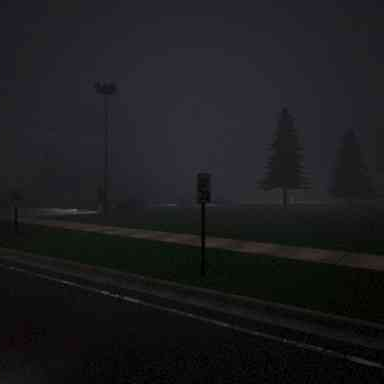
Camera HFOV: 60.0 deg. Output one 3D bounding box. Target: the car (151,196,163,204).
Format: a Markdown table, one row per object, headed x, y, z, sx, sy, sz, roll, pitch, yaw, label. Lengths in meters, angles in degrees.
| x | y | z | sx | sy | sz | roll | pitch | yaw | label |
| --- | --- | --- | --- | --- | --- | --- | --- | --- | --- |
| -7.238 | 1.503 | 59.224 | 1.837 | 1.490 | 4.892 | 0 | 0 | 35 | car |

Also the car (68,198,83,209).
| x | y | z | sx | sy | sz | roll | pitch | yaw | label |
| --- | --- | --- | --- | --- | --- | --- | --- | --- | --- |
| -13.652 | 1.562 | 43.985 | 1.994 | 1.385 | 4.181 | 0 | 0 | 35 | car |

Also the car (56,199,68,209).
| x | y | z | sx | sy | sz | roll | pitch | yaw | label |
| --- | --- | --- | --- | --- | --- | --- | --- | --- | --- |
| -16.497 | 1.524 | 46.023 | 1.812 | 1.442 | 4.674 | 0 | 0 | 35 | car |

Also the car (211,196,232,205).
| x | y | z | sx | sy | sz | roll | pitch | yaw | label |
| --- | --- | --- | --- | --- | --- | --- | --- | --- | --- |
| 5.303 | 1.563 | 58.807 | 1.994 | 1.385 | 4.181 | 0 | 0 | 35 | car |

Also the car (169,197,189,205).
| x | y | z | sx | sy | sz | roll | pitch | yaw | label |
| --- | --- | --- | --- | --- | --- | --- | --- | --- | --- |
| -2.280 | 1.563 | 60.186 | 1.994 | 1.385 | 4.181 | 0 | 0 | 35 | car |

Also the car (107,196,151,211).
| x | y | z | sx | sy | sz | roll | pitch | yaw | label |
| --- | --- | --- | --- | --- | --- | --- | --- | --- | --- |
| -7.706 | 1.490 | 40.273 | 2.128 | 1.511 | 4.902 | 0 | 0 | 35 | car |

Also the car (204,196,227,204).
| x | y | z | sx | sy | sz | roll | pitch | yaw | label |
| --- | --- | --- | --- | --- | --- | --- | --- | --- | --- |
| 4.563 | 1.546 | 63.806 | 2.033 | 1.411 | 5.357 | 0 | 0 | 36 | car |

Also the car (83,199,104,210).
| x | y | z | sx | sy | sz | roll | pitch | yaw | label |
| --- | --- | --- | --- | --- | --- | --- | --- | --- | --- |
| -10.859 | 1.599 | 41.873 | 1.895 | 1.301 | 4.718 | 0 | 0 | 35 | car |
